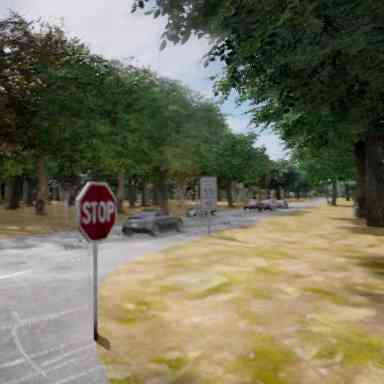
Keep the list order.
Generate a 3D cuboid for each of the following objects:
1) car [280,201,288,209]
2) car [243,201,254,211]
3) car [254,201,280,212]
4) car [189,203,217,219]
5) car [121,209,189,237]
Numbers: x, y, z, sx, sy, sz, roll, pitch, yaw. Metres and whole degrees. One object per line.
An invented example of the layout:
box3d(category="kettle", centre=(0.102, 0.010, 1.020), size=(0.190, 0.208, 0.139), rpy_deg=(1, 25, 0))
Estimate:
box3d(category="car", centre=(14.718, 2.125, 55.216), size=(2.033, 1.411, 5.357), rpy_deg=(-2, -1, 25))
box3d(category="car", centre=(9.446, 2.111, 52.135), size=(1.882, 1.535, 5.008), rpy_deg=(-2, -1, 25))
box3d(category="car", centre=(10.395, 1.954, 45.727), size=(1.837, 1.490, 4.892), rpy_deg=(-2, -1, 25))
box3d(category="car", centre=(0.993, 1.867, 34.019), size=(2.128, 1.511, 4.902), rpy_deg=(-2, -1, 25))
box3d(category="car", centre=(-2.101, 1.662, 18.701), size=(1.994, 1.385, 4.181), rpy_deg=(-2, -1, 25))
